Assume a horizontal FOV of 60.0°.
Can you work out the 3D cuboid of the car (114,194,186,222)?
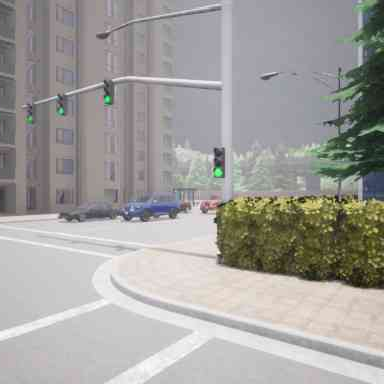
[{"bbox_3d":[-3.237,1.221,26.930,2.150,2.045,5.566,0,0,36],"label":"car"}]

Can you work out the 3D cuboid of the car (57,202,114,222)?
[{"bbox_3d":[-7.859,1.547,26.545,2.033,1.411,5.357,0,0,36],"label":"car"}]

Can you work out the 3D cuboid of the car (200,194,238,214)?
[{"bbox_3d":[3.109,1.221,35.563,2.150,2.045,5.566,0,0,36],"label":"car"}]

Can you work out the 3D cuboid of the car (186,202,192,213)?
[{"bbox_3d":[-2.053,1.478,34.453,1.882,1.535,5.008,0,0,36],"label":"car"}]
